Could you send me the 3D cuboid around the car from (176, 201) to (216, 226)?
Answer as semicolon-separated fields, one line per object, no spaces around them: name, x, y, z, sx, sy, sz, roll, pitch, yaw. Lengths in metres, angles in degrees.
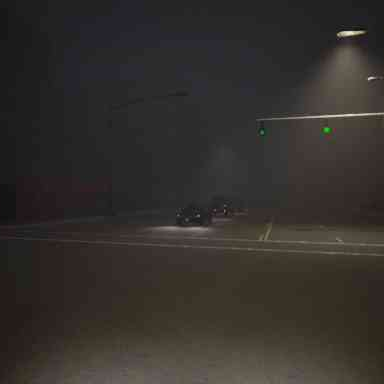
car;0.277;1.635;24.823;1.812;1.442;4.674;0;-1;15

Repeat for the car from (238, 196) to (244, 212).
car;5.772;1.607;45.093;2.150;2.045;5.566;0;-1;15

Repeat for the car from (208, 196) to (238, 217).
car;3.025;1.454;34.921;2.150;2.045;5.566;0;-1;16
